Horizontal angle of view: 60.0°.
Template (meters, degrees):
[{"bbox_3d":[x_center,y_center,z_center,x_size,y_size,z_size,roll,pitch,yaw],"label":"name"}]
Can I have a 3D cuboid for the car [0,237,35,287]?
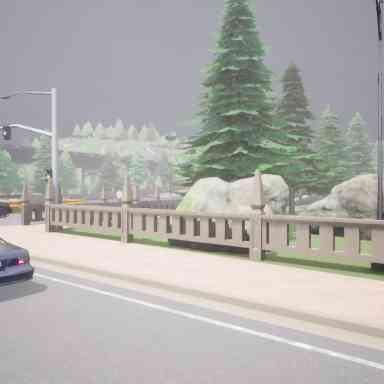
[{"bbox_3d":[-6.069,1.547,8.293,5.357,1.411,2.033,0,0,36],"label":"car"}]

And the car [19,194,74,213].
[{"bbox_3d":[-15.710,1.351,36.115,2.097,1.767,4.553,0,0,36],"label":"car"}]

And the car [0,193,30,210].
[{"bbox_3d":[-24.134,1.221,42.727,2.150,2.045,5.566,0,0,36],"label":"car"}]

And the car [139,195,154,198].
[{"bbox_3d":[-8.601,1.290,58.346,2.128,1.511,4.902,0,2,36],"label":"car"}]

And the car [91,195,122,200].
[{"bbox_3d":[-12.979,1.334,52.247,2.097,1.767,4.553,0,1,36],"label":"car"}]

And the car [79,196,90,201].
[{"bbox_3d":[-18.465,1.352,50.602,2.097,1.767,4.553,0,0,35],"label":"car"}]

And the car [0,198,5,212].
[{"bbox_3d":[-23.884,1.491,37.092,2.128,1.511,4.902,0,0,36],"label":"car"}]

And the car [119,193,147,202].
[{"bbox_3d":[-11.650,1.131,66.059,2.033,1.411,5.357,0,3,36],"label":"car"}]

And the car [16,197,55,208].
[{"bbox_3d":[-23.355,1.505,49.795,1.837,1.490,4.892,0,0,36],"label":"car"}]

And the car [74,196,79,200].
[{"bbox_3d":[-18.327,1.477,44.801,1.882,1.535,5.008,0,0,36],"label":"car"}]

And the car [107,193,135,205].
[{"bbox_3d":[-12.560,1.217,58.840,2.097,1.767,4.553,0,2,36],"label":"car"}]

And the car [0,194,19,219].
[{"bbox_3d":[-17.787,1.223,27.258,2.150,2.045,5.566,0,0,36],"label":"car"}]
